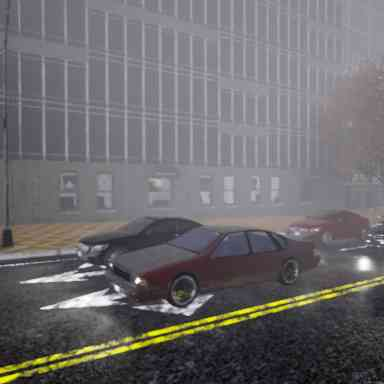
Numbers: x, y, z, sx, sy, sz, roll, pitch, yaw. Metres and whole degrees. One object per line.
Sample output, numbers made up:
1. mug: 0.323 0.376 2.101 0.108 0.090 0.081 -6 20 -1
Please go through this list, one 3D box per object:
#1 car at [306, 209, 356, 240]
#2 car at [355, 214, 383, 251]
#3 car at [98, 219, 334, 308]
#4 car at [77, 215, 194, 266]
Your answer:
1. car: 6.470 1.553 15.478 4.674 1.442 1.812 1 0 -33
2. car: 8.859 1.568 13.147 4.892 1.490 1.837 1 0 -32
3. car: 0.772 1.529 7.988 5.357 1.411 2.033 1 0 -33
4. car: -1.195 1.476 10.580 4.674 1.442 1.812 1 0 -34
